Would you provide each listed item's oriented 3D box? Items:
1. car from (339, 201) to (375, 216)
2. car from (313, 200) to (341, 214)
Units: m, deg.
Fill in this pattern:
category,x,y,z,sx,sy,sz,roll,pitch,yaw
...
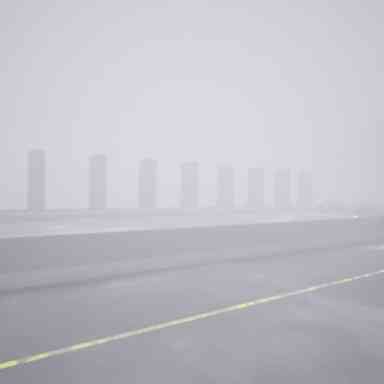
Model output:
category,x,y,z,sx,sy,sz,roll,pitch,yaw
car,19.729,1.980,39.188,4.674,1.442,1.812,1,0,-36
car,17.286,1.792,41.736,4.553,1.767,2.097,1,0,-36
